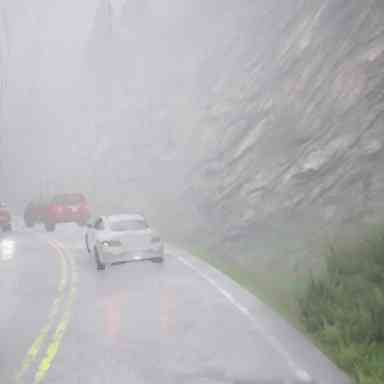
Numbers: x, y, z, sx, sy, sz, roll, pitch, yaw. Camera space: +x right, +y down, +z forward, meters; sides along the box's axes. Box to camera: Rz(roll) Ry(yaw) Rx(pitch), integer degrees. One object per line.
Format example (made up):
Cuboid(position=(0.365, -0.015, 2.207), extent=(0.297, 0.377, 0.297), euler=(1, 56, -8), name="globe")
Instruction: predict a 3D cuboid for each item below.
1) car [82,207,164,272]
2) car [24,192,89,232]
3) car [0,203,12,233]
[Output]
Cuboid(position=(-2.230, 1.369, 10.439), extent=(1.812, 1.442, 4.674), euler=(-2, 1, -22), name="car")
Cuboid(position=(-8.006, 1.052, 19.477), extent=(2.150, 2.045, 5.566), euler=(-5, 3, -43), name="car")
Cuboid(position=(-12.103, 1.306, 18.968), extent=(2.150, 2.045, 5.566), euler=(-5, 2, -43), name="car")
